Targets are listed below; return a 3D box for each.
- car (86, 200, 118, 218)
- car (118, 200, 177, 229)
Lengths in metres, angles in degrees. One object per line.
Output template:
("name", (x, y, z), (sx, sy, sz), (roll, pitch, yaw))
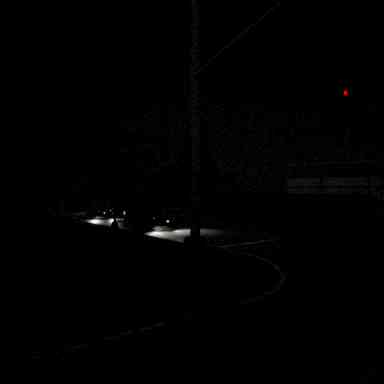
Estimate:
("car", (-8.386, 1.505, 30.084), (1.837, 1.490, 4.892), (0, 0, -26))
("car", (-2.860, 1.505, 21.838), (1.837, 1.490, 4.892), (0, 0, -36))
